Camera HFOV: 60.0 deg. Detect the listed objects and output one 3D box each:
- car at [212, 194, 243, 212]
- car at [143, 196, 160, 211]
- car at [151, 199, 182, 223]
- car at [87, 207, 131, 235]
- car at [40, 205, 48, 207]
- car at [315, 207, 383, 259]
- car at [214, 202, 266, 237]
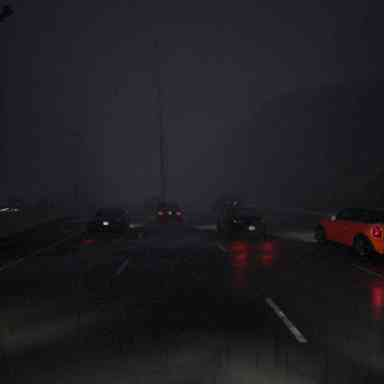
[{"bbox_3d":[3.685,1.182,34.839,2.150,2.045,5.566,0,0,-10],"label":"car"},{"bbox_3d":[-4.855,1.318,41.261,2.097,1.767,4.553,0,0,-13],"label":"car"},{"bbox_3d":[-1.899,1.525,25.748,2.033,1.411,5.357,0,0,-8],"label":"car"},{"bbox_3d":[-4.570,1.552,18.739,1.994,1.385,4.181,0,0,-6],"label":"car"},{"bbox_3d":[-21.144,1.337,47.710,2.097,1.767,4.553,0,0,-16],"label":"car"},{"bbox_3d":[6.510,1.330,12.654,2.097,1.767,4.553,0,0,-4],"label":"car"},{"bbox_3d":[2.573,1.504,17.816,1.812,1.442,4.674,0,0,-5],"label":"car"}]
